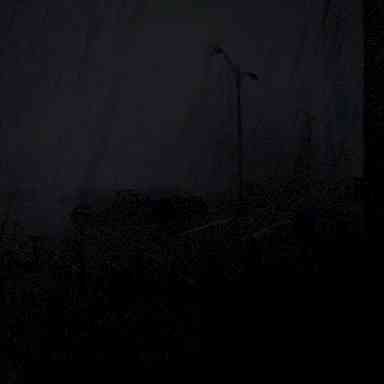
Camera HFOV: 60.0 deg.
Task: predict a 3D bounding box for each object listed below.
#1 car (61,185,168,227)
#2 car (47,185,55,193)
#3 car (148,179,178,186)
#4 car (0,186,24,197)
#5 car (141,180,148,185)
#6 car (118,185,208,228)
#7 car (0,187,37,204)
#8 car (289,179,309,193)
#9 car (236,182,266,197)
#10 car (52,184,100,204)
[{"bbox_3d":[-3.704,0.688,17.048,2.152,1.636,5.027,0,3,30],"label":"car"},{"bbox_3d":[-23.202,-0.574,58.032,1.970,1.475,3.806,0,3,30],"label":"car"},{"bbox_3d":[-3.768,-0.863,47.449,1.932,1.855,4.605,0,3,30],"label":"car"},{"bbox_3d":[-29.923,-0.113,53.823,2.007,1.523,4.514,0,3,30],"label":"car"},{"bbox_3d":[-6.482,-0.846,48.566,1.905,1.878,3.866,0,3,30],"label":"car"},{"bbox_3d":[-0.974,0.677,15.504,2.007,1.523,4.514,0,3,30],"label":"car"},{"bbox_3d":[-18.627,0.358,34.759,2.007,1.523,4.514,0,3,30],"label":"car"},{"bbox_3d":[12.190,-0.677,37.924,1.845,1.501,3.633,0,3,30],"label":"car"},{"bbox_3d":[5.867,-0.255,33.046,1.970,1.475,3.806,0,3,30],"label":"car"},{"bbox_3d":[-10.034,0.329,29.659,1.845,1.501,3.633,0,3,30],"label":"car"}]
